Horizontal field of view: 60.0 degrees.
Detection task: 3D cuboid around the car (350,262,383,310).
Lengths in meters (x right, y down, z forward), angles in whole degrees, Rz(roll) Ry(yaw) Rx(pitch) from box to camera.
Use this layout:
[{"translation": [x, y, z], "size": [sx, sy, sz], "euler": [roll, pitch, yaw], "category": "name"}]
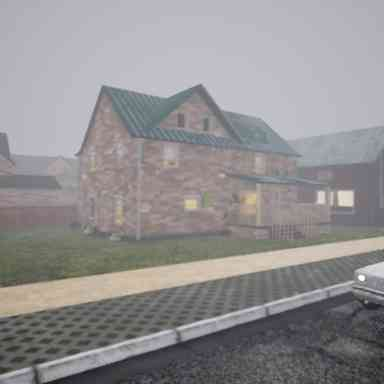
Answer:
[{"translation": [5.338, 1.724, 6.917], "size": [4.718, 1.301, 1.895], "euler": [1, -1, -36], "category": "car"}]
